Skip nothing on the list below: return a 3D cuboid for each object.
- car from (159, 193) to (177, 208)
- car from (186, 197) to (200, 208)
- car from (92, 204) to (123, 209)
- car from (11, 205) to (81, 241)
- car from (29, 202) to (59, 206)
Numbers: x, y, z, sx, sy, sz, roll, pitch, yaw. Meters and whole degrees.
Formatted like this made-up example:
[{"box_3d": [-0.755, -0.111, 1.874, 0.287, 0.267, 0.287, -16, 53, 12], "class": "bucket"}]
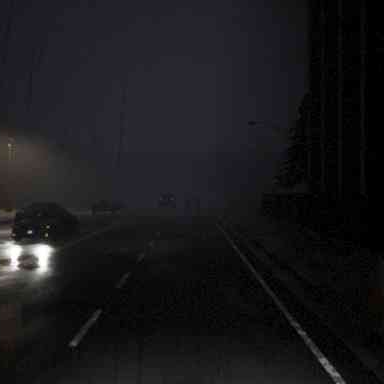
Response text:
[{"box_3d": [-3.396, 1.151, 46.569, 2.150, 2.045, 5.566, 0, 0, 0], "class": "car"}, {"box_3d": [0.104, 1.443, 47.037, 1.837, 1.490, 4.892, 0, 0, 0], "class": "car"}, {"box_3d": [-6.996, 1.196, 27.979, 1.895, 1.301, 4.718, 0, 0, 0], "class": "car"}, {"box_3d": [-7.055, 1.556, 16.482, 1.994, 1.385, 4.181, 0, 0, 0], "class": "car"}, {"box_3d": [-10.497, 1.466, 23.362, 1.882, 1.535, 5.008, 0, 0, 0], "class": "car"}]
